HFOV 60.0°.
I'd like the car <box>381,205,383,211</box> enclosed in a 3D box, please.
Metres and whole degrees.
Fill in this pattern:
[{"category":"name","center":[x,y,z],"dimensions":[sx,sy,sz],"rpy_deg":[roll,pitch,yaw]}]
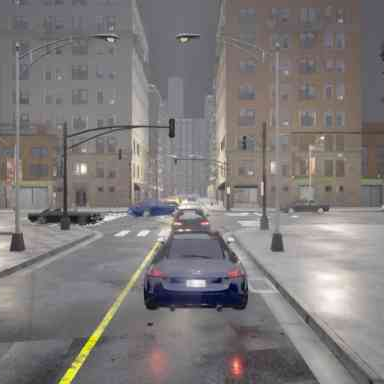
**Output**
[{"category":"car","center":[21.578,1.435,33.379],"dimensions":[4.674,1.442,1.812],"rpy_deg":[0,0,0]}]

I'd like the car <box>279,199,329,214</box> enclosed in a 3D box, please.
[{"category":"car","center":[11.161,1.450,33.319],"dimensions":[4.892,1.490,1.837],"rpy_deg":[0,0,0]}]

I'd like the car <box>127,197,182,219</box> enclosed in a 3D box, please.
[{"category":"car","center":[-3.320,1.481,29.572],"dimensions":[5.008,1.535,1.882],"rpy_deg":[0,1,-38]}]

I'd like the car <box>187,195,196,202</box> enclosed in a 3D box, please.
[{"category":"car","center":[-0.071,1.566,75.898],"dimensions":[2.128,1.511,4.902],"rpy_deg":[0,0,0]}]

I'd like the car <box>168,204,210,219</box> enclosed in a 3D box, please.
[{"category":"car","center":[-0.085,1.525,16.551],"dimensions":[1.812,1.442,4.674],"rpy_deg":[0,0,-1]}]

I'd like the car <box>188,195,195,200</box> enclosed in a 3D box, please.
[{"category":"car","center":[-0.104,1.485,86.349],"dimensions":[1.895,1.301,4.718],"rpy_deg":[0,0,0]}]

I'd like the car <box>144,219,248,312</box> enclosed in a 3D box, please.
[{"category":"car","center":[0.084,1.564,7.807],"dimensions":[1.994,1.385,4.181],"rpy_deg":[0,0,0]}]

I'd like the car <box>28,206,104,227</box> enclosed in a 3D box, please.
[{"category":"car","center":[-8.484,1.625,22.640],"dimensions":[4.718,1.301,1.895],"rpy_deg":[0,0,10]}]

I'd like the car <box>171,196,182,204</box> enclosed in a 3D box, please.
[{"category":"car","center":[-3.054,1.590,68.542],"dimensions":[2.033,1.411,5.357],"rpy_deg":[0,0,0]}]
